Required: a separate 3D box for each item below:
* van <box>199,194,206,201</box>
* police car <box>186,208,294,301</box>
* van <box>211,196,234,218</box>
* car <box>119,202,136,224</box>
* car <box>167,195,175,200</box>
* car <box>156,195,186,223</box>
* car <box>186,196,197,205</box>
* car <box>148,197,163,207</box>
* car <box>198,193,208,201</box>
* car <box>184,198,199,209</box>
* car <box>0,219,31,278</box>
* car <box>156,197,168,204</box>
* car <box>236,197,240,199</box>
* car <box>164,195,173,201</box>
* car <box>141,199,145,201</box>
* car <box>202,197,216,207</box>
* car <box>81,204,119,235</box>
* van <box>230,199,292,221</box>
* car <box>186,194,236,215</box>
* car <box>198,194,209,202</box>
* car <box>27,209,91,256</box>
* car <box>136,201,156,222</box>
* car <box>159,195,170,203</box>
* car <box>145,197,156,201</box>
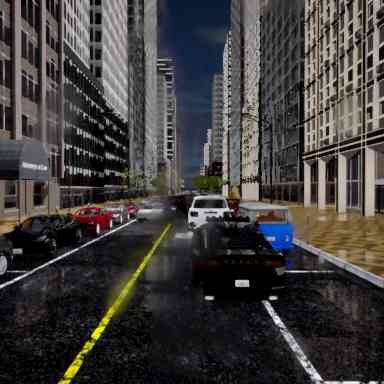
[{"bbox_3d":[2.619,1.317,86.937,1.690,1.788,3.998,-1,0,0],"label":"van"},{"bbox_3d":[0.892,1.423,8.505,1.930,1.638,5.238,0,0,0],"label":"police car"},{"bbox_3d":[2.658,1.334,30.101,1.690,1.788,3.998,-1,0,0],"label":"van"},{"bbox_3d":[-5.717,1.545,24.411,2.008,1.369,4.403,-1,0,0],"label":"car"},{"bbox_3d":[-5.763,1.539,92.615,1.947,1.339,4.313,-1,0,0],"label":"car"},{"bbox_3d":[-0.161,1.214,24.779,2.150,2.045,5.566,-1,0,24],"label":"car"},{"bbox_3d":[-0.043,1.510,59.405,1.812,1.442,4.674,0,0,0],"label":"car"},{"bbox_3d":[-5.736,1.538,52.829,2.008,1.369,4.403,-1,0,0],"label":"car"},{"bbox_3d":[2.623,1.293,81.254,2.192,1.841,5.009,-1,0,0],"label":"car"},{"bbox_3d":[-0.020,1.553,45.677,1.994,1.385,4.181,0,0,1],"label":"car"},{"bbox_3d":[-5.705,1.549,7.360,2.008,1.369,4.403,-1,0,0],"label":"car"},{"bbox_3d":[-5.743,1.565,64.197,1.802,1.307,4.206,-1,0,0],"label":"car"},{"bbox_3d":[2.662,1.309,24.417,2.192,1.841,5.009,-1,0,0],"label":"car"},{"bbox_3d":[-5.755,1.503,81.078,1.752,1.417,4.829,-1,0,0],"label":"car"},{"bbox_3d":[-5.720,1.575,30.095,1.802,1.307,4.206,-1,0,0],"label":"car"},{"bbox_3d":[2.645,1.538,52.835,2.008,1.369,4.403,-1,0,0],"label":"car"},{"bbox_3d":[-5.712,1.540,18.728,1.887,1.381,4.507,-1,0,0],"label":"car"},{"bbox_3d":[2.670,1.338,13.050,1.690,1.788,3.998,-1,0,0],"label":"van"},{"bbox_3d":[0.886,1.220,18.426,2.150,2.045,5.566,0,0,0],"label":"car"},{"bbox_3d":[2.627,1.295,75.570,2.192,1.841,5.009,-1,0,0],"label":"car"},{"bbox_3d":[-5.708,1.563,13.044,1.947,1.339,4.313,-1,0,0],"label":"car"},{"bbox_3d":[-3.017,1.595,25.832,1.895,1.301,4.718,0,0,0],"label":"car"},{"bbox_3d":[-5.748,1.422,69.880,1.967,1.590,4.097,-1,0,0],"label":"car"},{"bbox_3d":[-5.728,1.541,41.462,2.008,1.369,4.403,-1,0,0],"label":"car"}]
